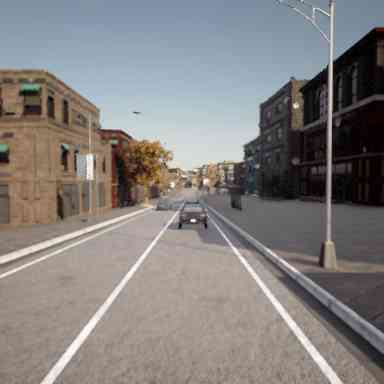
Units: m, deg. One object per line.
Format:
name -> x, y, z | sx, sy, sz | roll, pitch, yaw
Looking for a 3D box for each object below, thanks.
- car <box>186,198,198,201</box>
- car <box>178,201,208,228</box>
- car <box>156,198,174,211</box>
car -> 0.029, 1.542, 42.077 | 1.882, 1.535, 5.008 | 0, 0, 0
car -> 0.069, 1.542, 22.136 | 1.812, 1.442, 4.674 | 0, 0, 0
car -> -3.332, 1.572, 41.554 | 1.837, 1.490, 4.892 | 0, -1, 0
